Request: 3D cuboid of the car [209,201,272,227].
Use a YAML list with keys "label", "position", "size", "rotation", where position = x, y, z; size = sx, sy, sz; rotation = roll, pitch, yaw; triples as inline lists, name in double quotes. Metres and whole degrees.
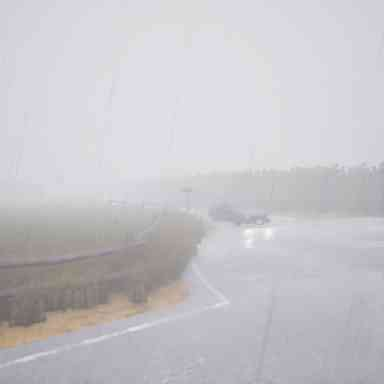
- label: "car"
  position: [2.797, 1.274, 20.845]
  size: [2.033, 1.411, 5.357]
  rotation: [-1, 1, -20]
